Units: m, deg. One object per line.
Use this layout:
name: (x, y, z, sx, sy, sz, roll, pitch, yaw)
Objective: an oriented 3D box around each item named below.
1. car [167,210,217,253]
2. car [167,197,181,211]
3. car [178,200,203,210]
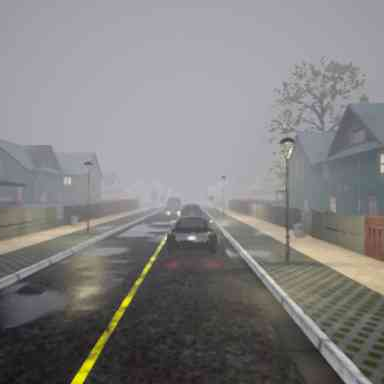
car: (0.000, 1.699, 14.316, 1.994, 1.385, 4.181, 0, -1, 0)
car: (-2.773, 1.854, 52.711, 2.150, 2.045, 5.566, 0, -1, 0)
car: (-0.005, 1.798, 29.484, 1.882, 1.535, 5.008, 0, -1, 0)
